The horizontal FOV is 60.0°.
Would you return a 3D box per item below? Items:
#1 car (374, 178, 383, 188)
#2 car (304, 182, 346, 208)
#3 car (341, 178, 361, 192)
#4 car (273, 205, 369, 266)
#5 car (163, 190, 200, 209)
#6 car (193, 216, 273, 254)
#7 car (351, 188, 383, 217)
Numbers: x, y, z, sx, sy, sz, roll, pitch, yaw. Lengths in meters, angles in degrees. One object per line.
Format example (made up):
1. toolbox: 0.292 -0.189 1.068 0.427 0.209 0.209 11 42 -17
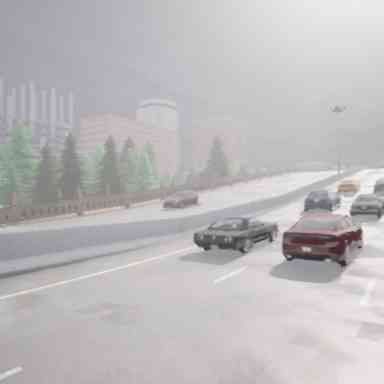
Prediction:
1. car: 20.617 -0.767 35.547 1.812 1.442 4.674 -1 6 34
2. car: 10.615 0.507 26.862 2.097 1.767 4.553 -1 5 34
3. car: 17.920 -0.799 37.801 1.882 1.535 5.008 -1 6 34
4. car: 4.868 1.504 12.005 1.882 1.535 5.008 -1 1 35
5. car: -1.078 0.736 34.739 2.097 1.767 4.553 -1 5 34
6. car: 2.095 1.679 14.129 1.895 1.301 4.718 -1 1 34
7. car: 12.270 0.840 23.077 2.033 1.411 5.357 -1 4 34
